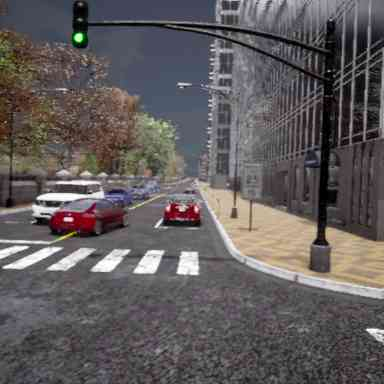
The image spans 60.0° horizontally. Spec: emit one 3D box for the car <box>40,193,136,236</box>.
[{"bbox_3d":[-4.250,0.946,14.401,1.994,1.385,4.181,2,2,11],"label":"car"}]

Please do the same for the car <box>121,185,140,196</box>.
[{"bbox_3d":[-8.570,-0.240,46.633,1.802,1.307,4.206,2,2,0],"label":"car"}]

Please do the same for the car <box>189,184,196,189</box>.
[{"bbox_3d":[0.233,-1.525,91.986,1.802,1.307,4.206,2,2,0],"label":"car"}]

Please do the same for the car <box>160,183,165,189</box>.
[{"bbox_3d":[-8.250,-1.402,80.713,1.802,1.307,4.206,2,2,0],"label":"car"}]

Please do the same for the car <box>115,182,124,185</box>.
[{"bbox_3d":[-8.613,-0.319,40.946,2.192,1.841,5.009,2,2,0],"label":"car"}]

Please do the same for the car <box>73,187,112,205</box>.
[{"bbox_3d":[-8.727,0.288,29.594,2.008,1.369,4.403,2,2,0],"label":"car"}]

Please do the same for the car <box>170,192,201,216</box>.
[{"bbox_3d":[-0.404,0.762,23.849,1.947,1.339,4.313,2,2,0],"label":"car"}]

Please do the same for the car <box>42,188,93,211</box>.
[{"bbox_3d":[-8.780,0.467,23.914,1.887,1.381,4.507,2,2,0],"label":"car"}]

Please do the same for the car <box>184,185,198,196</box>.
[{"bbox_3d":[-0.135,-0.298,52.233,1.967,1.590,4.097,2,2,0],"label":"car"}]

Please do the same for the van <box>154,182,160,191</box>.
[{"bbox_3d":[-8.347,-1.249,69.346,1.690,1.788,3.998,2,2,0],"label":"van"}]

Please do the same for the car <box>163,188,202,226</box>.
[{"bbox_3d":[-0.452,0.821,18.167,1.967,1.590,4.097,2,2,0],"label":"car"}]

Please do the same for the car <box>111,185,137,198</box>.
[{"bbox_3d":[-6.152,0.404,27.834,1.812,1.442,4.674,2,2,1],"label":"car"}]

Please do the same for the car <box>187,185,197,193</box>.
[{"bbox_3d":[-0.030,-0.603,63.765,1.752,1.417,4.829,2,2,0],"label":"car"}]

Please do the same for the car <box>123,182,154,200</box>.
[{"bbox_3d":[-6.043,-0.102,38.031,2.097,1.767,4.553,2,2,1],"label":"car"}]

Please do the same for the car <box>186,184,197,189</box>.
[{"bbox_3d":[-0.193,0.017,46.560,1.947,1.339,4.313,2,2,0],"label":"car"}]

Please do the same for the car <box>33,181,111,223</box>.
[{"bbox_3d":[-6.242,0.431,17.675,2.150,2.045,5.566,2,2,0],"label":"car"}]
